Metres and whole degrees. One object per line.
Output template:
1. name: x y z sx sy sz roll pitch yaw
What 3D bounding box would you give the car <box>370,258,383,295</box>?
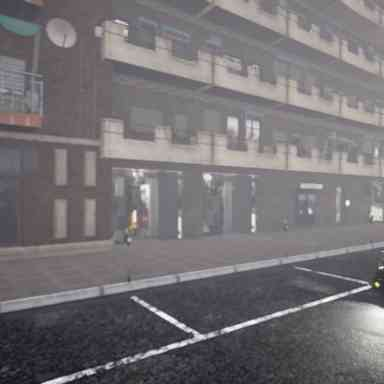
1. car: 5.957 1.676 7.637 4.181 1.385 1.994 1 -1 -36
